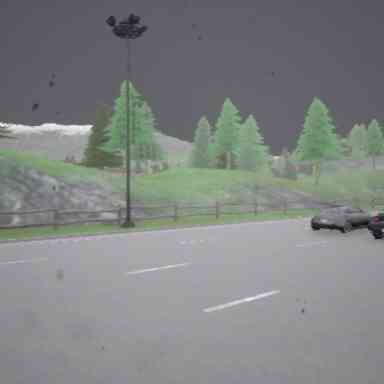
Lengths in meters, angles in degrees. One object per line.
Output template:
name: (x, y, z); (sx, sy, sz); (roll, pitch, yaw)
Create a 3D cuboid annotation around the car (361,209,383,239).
car: (10.028, 1.378, 15.197); (4.892, 1.490, 1.837); (0, 0, -35)

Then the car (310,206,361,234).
car: (8.460, 1.435, 18.378); (4.181, 1.385, 1.994); (0, 0, -35)
